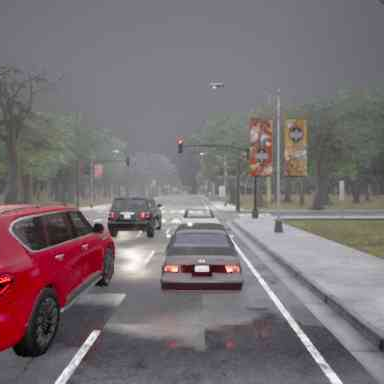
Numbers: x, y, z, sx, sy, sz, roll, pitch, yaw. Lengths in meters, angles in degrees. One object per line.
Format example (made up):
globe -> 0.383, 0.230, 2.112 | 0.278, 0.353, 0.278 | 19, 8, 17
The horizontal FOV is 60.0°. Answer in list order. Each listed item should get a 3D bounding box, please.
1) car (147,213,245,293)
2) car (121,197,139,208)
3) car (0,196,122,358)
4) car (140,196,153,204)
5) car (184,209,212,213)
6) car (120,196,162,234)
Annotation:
car -> 0.228, 1.543, 8.987 | 2.033, 1.411, 5.357 | 0, 0, 1
car -> -9.252, 1.526, 50.088 | 1.812, 1.442, 4.674 | 0, 0, 1
car -> -3.049, 1.222, 6.148 | 2.150, 2.045, 5.566 | 0, 0, 1
car -> -9.011, 1.535, 66.083 | 1.812, 1.442, 4.674 | 0, 0, 1
car -> 0.339, 1.595, 18.638 | 1.895, 1.301, 4.718 | 0, 0, -2
car -> -2.919, 1.216, 17.830 | 2.150, 2.045, 5.566 | 0, 0, 1
